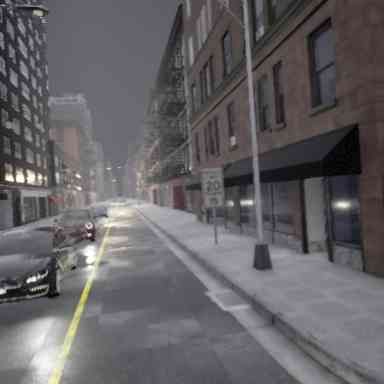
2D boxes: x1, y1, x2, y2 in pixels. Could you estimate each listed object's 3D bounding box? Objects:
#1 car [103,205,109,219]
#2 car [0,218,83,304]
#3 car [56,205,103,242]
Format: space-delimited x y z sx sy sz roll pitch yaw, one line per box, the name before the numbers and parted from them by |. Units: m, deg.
car | -9.934 2.124 35.597 1.812 1.442 4.674 -4 0 -12
car | -4.285 1.753 8.950 1.837 1.490 4.892 -4 0 -12
car | -6.246 1.725 18.110 2.097 1.767 4.553 -4 0 -12
